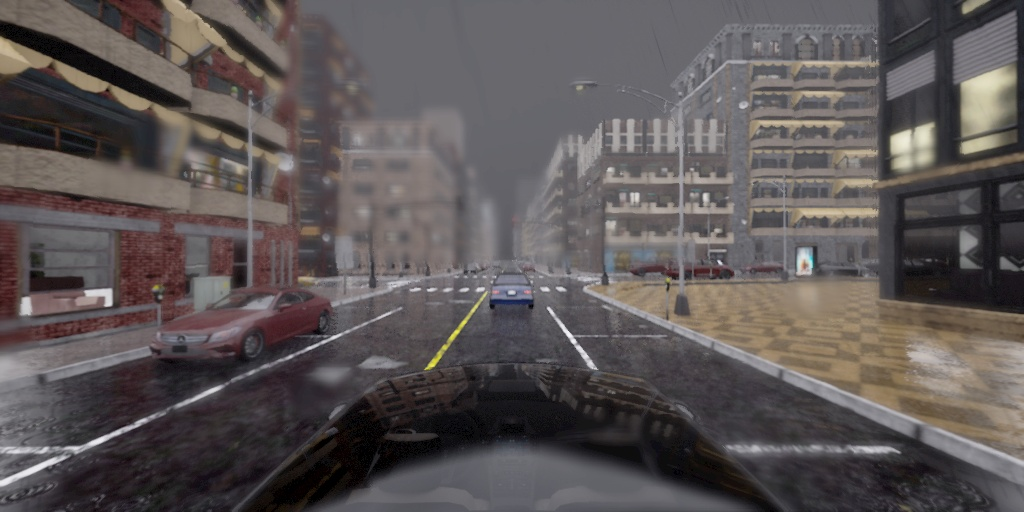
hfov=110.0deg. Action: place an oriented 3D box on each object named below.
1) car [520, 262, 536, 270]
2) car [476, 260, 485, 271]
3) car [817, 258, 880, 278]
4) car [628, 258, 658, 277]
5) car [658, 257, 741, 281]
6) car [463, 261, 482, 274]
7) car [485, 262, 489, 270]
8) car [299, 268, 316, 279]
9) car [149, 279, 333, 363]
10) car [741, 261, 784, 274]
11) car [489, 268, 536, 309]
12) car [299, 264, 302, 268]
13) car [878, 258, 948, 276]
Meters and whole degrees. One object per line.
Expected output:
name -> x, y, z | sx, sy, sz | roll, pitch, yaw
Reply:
car -> 2.642, 1.724, 56.003 | 1.967, 1.591, 4.097 | 0, 0, 0
car -> -5.738, 1.809, 55.823 | 1.751, 1.417, 4.829 | 0, 0, 0
car -> 25.780, 1.075, 28.398 | 4.313, 1.339, 1.948 | 0, 0, -1
car -> 14.545, 1.096, 36.668 | 5.009, 1.841, 2.192 | 0, 0, -1
car -> 14.687, 1.031, 28.289 | 5.009, 1.841, 2.192 | 0, 0, -1
car -> -5.733, 1.793, 50.311 | 1.948, 1.339, 4.313 | 0, 0, 0
car -> -5.743, 1.656, 61.675 | 2.192, 1.841, 5.009 | 0, 0, 0
car -> -17.653, 1.839, 27.973 | 4.829, 1.417, 1.751 | 0, 0, -1
car -> -5.747, 1.394, 8.290 | 1.802, 1.307, 4.207 | 0, 0, 0
car -> 25.636, 1.157, 36.777 | 4.207, 1.307, 1.802 | 0, 0, -1
car -> -0.010, 1.432, 15.843 | 2.033, 1.411, 5.357 | 0, -1, 0
car -> -23.629, 1.796, 36.262 | 5.009, 1.841, 2.192 | 0, 0, -1
car -> 31.327, 0.971, 28.452 | 4.313, 1.339, 1.948 | 0, 0, -1
